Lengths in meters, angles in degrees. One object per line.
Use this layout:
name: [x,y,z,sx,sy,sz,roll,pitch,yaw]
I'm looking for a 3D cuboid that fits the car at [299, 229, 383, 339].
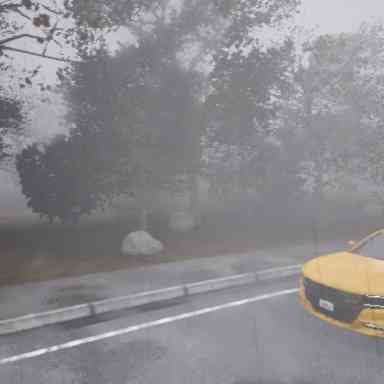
car: [4.210,1.383,6.096,5.008,1.535,1.882,-1,1,-28]
